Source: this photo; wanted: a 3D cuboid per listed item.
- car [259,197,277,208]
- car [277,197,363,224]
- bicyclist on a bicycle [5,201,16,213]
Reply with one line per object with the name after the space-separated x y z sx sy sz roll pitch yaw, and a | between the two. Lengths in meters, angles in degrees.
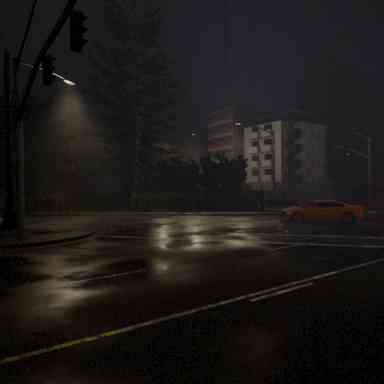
9.981 1.193 38.051 1.895 1.301 4.718 -1 1 -35 | car
8.396 1.251 21.709 5.008 1.535 1.882 -1 1 7 | car
-18.106 1.346 33.202 0.582 1.620 1.656 -1 1 9 | bicyclist on a bicycle
